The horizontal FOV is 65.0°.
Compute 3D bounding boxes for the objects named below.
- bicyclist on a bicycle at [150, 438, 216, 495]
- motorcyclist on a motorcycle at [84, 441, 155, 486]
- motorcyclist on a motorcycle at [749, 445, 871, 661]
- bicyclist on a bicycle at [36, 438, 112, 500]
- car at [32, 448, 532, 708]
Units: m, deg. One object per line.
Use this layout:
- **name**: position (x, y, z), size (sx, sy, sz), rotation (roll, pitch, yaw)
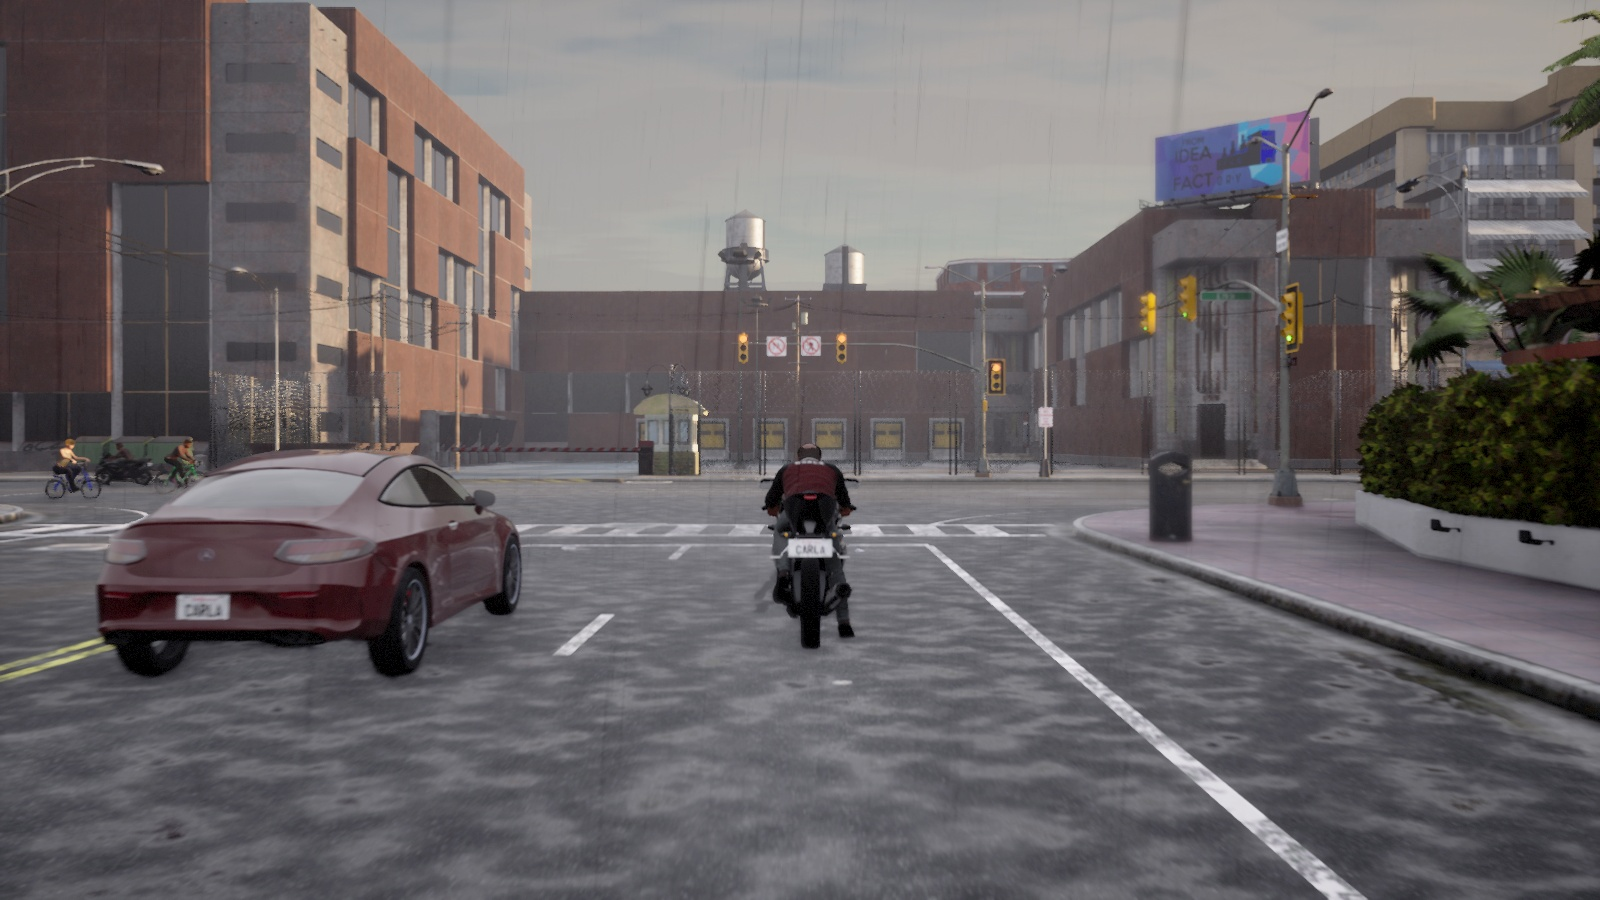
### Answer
- **bicyclist on a bicycle**: position (-17.973, 0.479, 36.601), size (1.656, 1.620, 0.582), rotation (0, 0, 1)
- **motorcyclist on a motorcycle**: position (-23.675, 0.463, 43.684), size (2.044, 1.523, 0.797), rotation (0, 0, 1)
- **motorcyclist on a motorcycle**: position (0.075, 0.725, 9.997), size (0.866, 1.530, 2.191), rotation (0, 0, 0)
- **bicyclist on a bicycle**: position (-19.142, 0.481, 33.123), size (1.509, 1.612, 0.866), rotation (0, 0, 1)
- **car**: position (-3.415, 0.716, 9.406), size (1.812, 1.442, 4.674), rotation (0, 0, 0)
